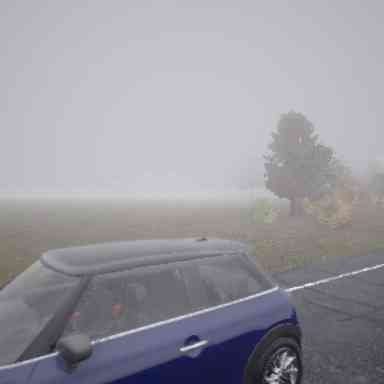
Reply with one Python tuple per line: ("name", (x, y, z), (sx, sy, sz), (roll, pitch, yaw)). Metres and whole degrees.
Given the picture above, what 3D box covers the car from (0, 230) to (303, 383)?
("car", (-0.996, 1.352, 3.283), (4.553, 1.767, 2.097), (0, 0, -36))
